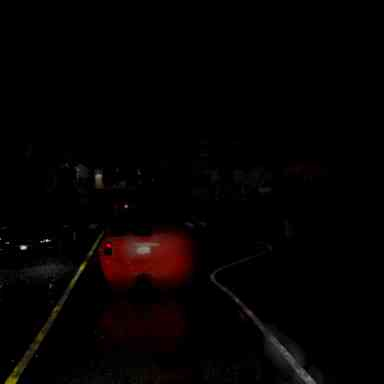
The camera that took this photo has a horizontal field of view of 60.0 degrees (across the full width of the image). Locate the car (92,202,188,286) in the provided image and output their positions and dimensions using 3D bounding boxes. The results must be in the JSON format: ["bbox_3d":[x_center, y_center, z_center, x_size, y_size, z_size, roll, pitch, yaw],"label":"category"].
[{"bbox_3d":[-1.424,1.328,9.604,2.097,1.767,4.553,0,0,-9],"label":"car"}]

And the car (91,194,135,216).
[{"bbox_3d":[-6.552,1.174,27.533,2.150,2.045,5.566,1,0,-35],"label":"car"}]

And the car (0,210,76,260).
[{"bbox_3d":[-5.622,1.491,12.623,1.837,1.490,4.892,0,0,-10],"label":"car"}]
